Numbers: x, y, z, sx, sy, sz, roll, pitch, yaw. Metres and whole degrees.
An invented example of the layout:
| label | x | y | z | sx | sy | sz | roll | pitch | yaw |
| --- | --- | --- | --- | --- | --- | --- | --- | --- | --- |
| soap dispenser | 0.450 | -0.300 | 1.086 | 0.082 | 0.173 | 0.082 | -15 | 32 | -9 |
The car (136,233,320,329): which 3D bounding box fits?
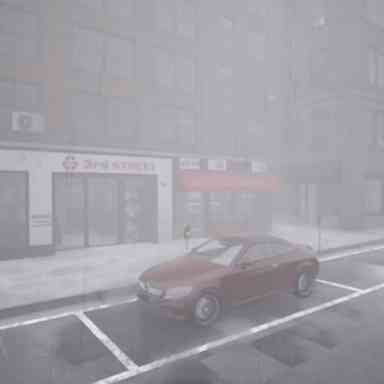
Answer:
| label | x | y | z | sx | sy | sz | roll | pitch | yaw |
| --- | --- | --- | --- | --- | --- | --- | --- | --- | --- |
| car | 0.922 | 1.544 | 6.819 | 4.206 | 1.307 | 1.802 | -1 | 0 | -35 |
